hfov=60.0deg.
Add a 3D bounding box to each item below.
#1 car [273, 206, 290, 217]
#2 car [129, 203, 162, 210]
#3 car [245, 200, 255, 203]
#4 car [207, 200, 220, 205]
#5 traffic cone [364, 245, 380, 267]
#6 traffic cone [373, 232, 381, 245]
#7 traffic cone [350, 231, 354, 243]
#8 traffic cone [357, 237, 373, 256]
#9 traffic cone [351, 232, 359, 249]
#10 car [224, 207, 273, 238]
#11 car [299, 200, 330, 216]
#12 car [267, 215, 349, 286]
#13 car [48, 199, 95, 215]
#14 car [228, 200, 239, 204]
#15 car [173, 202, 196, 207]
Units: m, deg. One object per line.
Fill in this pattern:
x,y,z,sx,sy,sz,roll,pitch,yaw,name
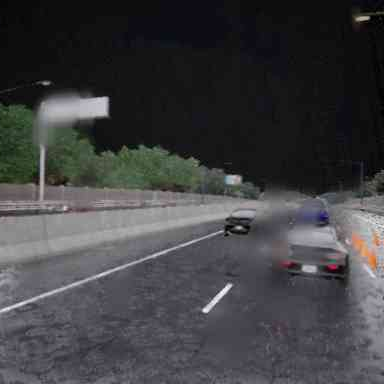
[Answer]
9.508,2.159,35.982,1.895,1.301,4.718,1,-1,20,car
-5.145,1.887,37.321,1.895,1.301,4.718,1,-1,20,car
13.584,2.513,77.309,2.097,1.767,4.553,1,-1,20,car
4.786,2.608,73.749,2.128,1.511,4.902,1,-1,20,car
5.967,2.135,10.965,0.340,0.580,0.340,1,-1,20,traffic cone
8.996,2.245,16.239,0.340,0.580,0.340,1,-1,20,traffic cone
8.059,2.232,16.588,0.340,0.580,0.340,1,-1,20,traffic cone
6.664,2.166,12.839,0.340,0.580,0.340,1,-1,20,traffic cone
7.362,2.198,14.713,0.340,0.580,0.340,1,-1,20,traffic cone
3.246,1.692,19.155,1.882,1.535,5.008,1,-1,20,car
10.034,1.674,27.344,2.150,2.045,5.566,1,-1,20,car
3.537,1.652,9.902,1.812,1.442,4.674,1,-1,20,car
-11.178,1.436,31.133,2.097,1.767,4.553,1,-1,20,car
9.664,2.722,76.824,1.837,1.490,4.892,1,-1,20,car
-0.911,1.880,38.653,2.128,1.511,4.902,1,-1,20,car
